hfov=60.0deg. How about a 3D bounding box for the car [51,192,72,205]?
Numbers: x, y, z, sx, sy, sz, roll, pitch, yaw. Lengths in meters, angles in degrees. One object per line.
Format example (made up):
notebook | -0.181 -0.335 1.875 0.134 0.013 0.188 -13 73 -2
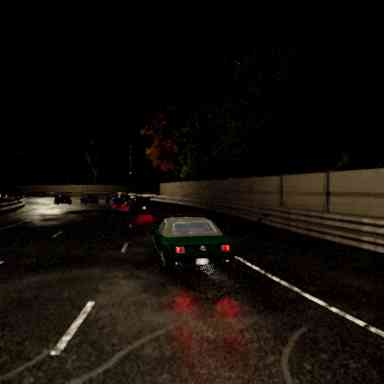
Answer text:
car | -17.964 1.087 46.248 1.994 1.385 4.181 0 1 -28

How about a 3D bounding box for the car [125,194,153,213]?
car | -4.932 1.161 31.726 1.837 1.490 4.892 0 0 -17

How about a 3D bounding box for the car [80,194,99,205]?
car | -14.609 1.052 47.376 2.033 1.411 5.357 0 1 -28

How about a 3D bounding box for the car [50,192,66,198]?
car | -31.325 0.756 77.551 1.994 1.385 4.181 -1 1 -44

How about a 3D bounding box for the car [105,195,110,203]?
car | -11.372 1.009 48.876 1.812 1.442 4.674 0 1 -28

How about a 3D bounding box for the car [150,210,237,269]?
car | -0.203 1.481 10.767 1.895 1.301 4.718 0 1 -12

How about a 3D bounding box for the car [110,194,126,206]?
car | -9.082 1.041 43.582 1.837 1.490 4.892 0 1 -22
